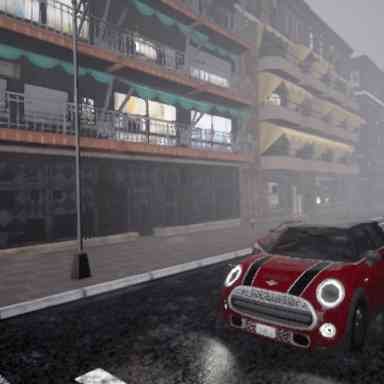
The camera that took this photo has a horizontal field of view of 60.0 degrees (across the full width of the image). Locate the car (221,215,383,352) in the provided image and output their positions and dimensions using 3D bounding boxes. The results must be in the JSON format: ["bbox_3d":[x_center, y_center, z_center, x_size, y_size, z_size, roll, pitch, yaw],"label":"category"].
[{"bbox_3d":[2.539,1.374,6.428,2.097,1.767,4.553,-1,-1,42],"label":"car"}]

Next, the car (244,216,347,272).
[{"bbox_3d":[3.757,1.630,11.611,1.802,1.307,4.206,-2,-1,42],"label":"car"}]
